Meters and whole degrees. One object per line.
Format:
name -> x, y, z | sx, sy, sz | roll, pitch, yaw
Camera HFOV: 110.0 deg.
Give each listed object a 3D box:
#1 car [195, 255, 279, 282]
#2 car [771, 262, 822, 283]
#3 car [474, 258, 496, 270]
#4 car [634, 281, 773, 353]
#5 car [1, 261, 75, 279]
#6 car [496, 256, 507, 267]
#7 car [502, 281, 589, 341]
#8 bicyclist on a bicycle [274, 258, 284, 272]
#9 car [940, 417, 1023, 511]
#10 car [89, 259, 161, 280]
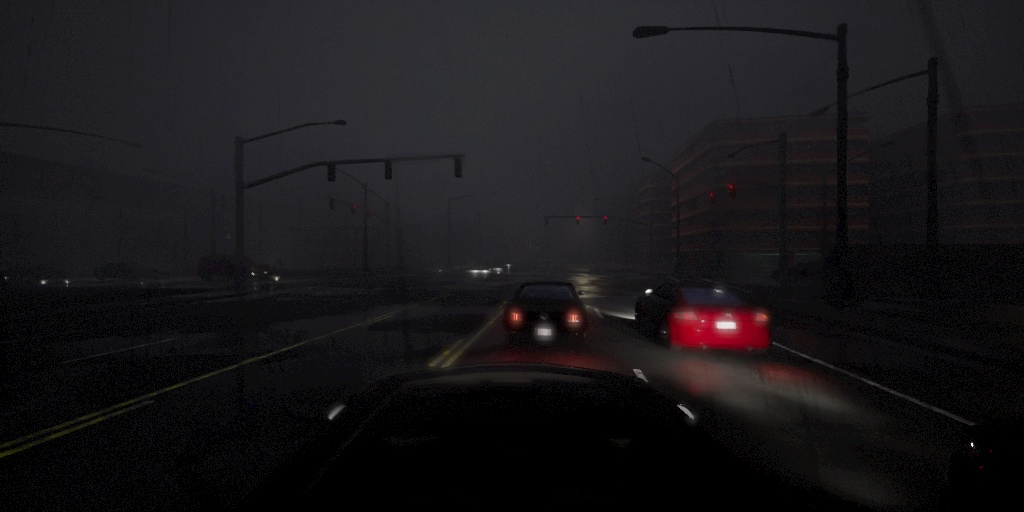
car -> -22.499, 0.971, 29.093 | 5.566, 2.045, 2.150 | 0, 0, 7
car -> 22.819, 1.228, 27.585 | 5.008, 1.535, 1.882 | 0, 0, 7
car -> -3.851, 1.176, 48.715 | 1.994, 1.385, 4.181 | 0, 1, 8
car -> 4.405, 1.314, 8.921 | 1.994, 1.385, 4.181 | 0, 0, 7
car -> -41.836, 1.351, 31.600 | 4.718, 1.301, 1.895 | 0, 0, 12
car -> -2.499, 1.064, 58.569 | 1.895, 1.301, 4.718 | 0, 1, 8
car -> 1.002, 1.351, 9.923 | 1.895, 1.301, 4.718 | 0, 0, 8
bicyclist on a bicycle -> -26.397, 1.053, 40.606 | 0.582, 1.620, 1.656 | 0, 0, 7
car -> 3.640, 1.242, 0.209 | 2.128, 1.511, 4.902 | 0, 0, 1
car -> -32.430, 1.228, 30.270 | 5.008, 1.535, 1.882 | 0, 0, 7
